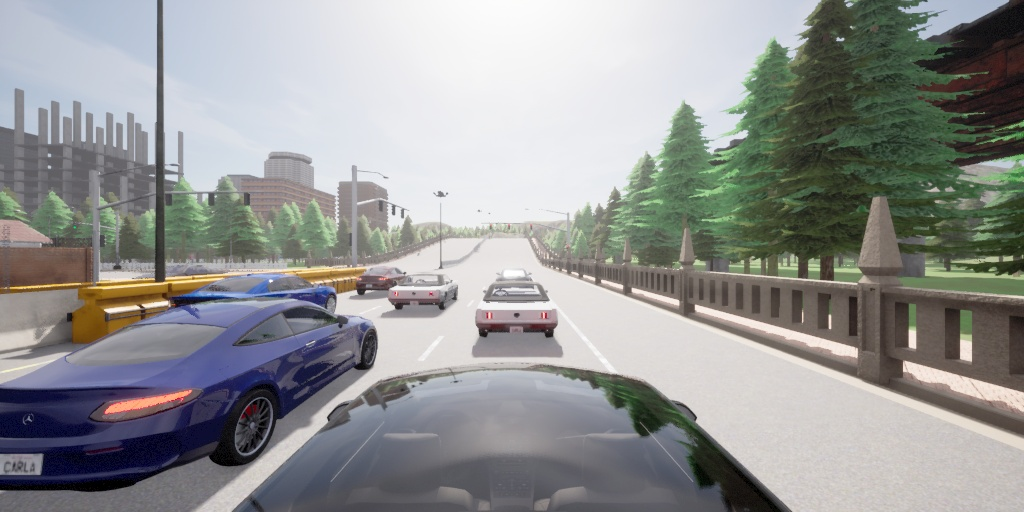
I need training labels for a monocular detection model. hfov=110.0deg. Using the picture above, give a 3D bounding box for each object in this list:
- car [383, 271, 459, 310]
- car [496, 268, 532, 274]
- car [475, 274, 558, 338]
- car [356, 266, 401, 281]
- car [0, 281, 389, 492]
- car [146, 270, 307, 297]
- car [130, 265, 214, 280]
[{"bbox_3d":[-3.394,1.351,14.702,1.895,1.301,4.718,0,0,0],"label":"car"},{"bbox_3d":[0.109,1.314,18.941,1.994,1.385,4.181,0,0,0],"label":"car"},{"bbox_3d":[0.105,1.351,10.189,1.895,1.301,4.718,0,0,0],"label":"car"},{"bbox_3d":[-6.891,1.276,19.583,1.812,1.442,4.674,0,0,0],"label":"car"},{"bbox_3d":[-3.397,1.276,4.784,1.812,1.442,4.674,0,0,0],"label":"car"},{"bbox_3d":[-6.896,1.228,10.242,1.882,1.535,5.008,0,0,0],"label":"car"},{"bbox_3d":[-20.996,1.298,22.917,2.033,1.411,5.357,0,0,-2],"label":"car"}]
